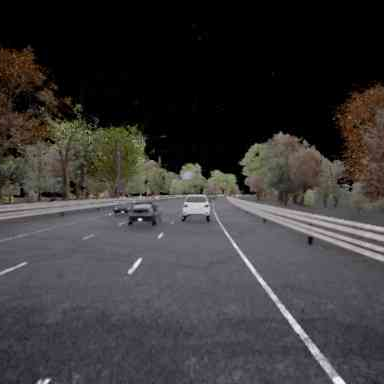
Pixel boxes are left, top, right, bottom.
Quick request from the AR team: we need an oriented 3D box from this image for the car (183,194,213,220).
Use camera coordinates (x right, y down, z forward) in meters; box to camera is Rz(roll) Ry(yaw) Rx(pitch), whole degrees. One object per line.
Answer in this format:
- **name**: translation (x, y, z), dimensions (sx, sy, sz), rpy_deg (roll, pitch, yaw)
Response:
- **car**: translation (0.402, 1.243, 28.073), dimensions (2.150, 2.045, 5.566), rpy_deg (0, 0, 2)

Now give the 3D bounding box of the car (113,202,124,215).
- **car**: translation (-6.419, 1.599, 33.424), dimensions (1.895, 1.301, 4.718), rpy_deg (0, 0, 2)

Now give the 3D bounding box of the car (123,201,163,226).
- **car**: translation (-3.225, 1.508, 23.511), dimensions (1.837, 1.490, 4.892), rpy_deg (0, 0, 2)
